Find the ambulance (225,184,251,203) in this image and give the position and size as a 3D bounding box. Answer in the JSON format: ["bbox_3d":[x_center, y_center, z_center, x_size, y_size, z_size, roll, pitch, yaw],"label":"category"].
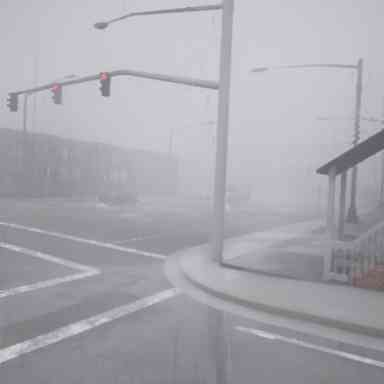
[{"bbox_3d":[5.904,0.136,46.094,2.351,2.431,6.366,4,2,36],"label":"ambulance"}]

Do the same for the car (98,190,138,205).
[{"bbox_3d":[-7.429,0.485,33.736,1.994,1.385,4.181,3,2,36],"label":"car"}]
